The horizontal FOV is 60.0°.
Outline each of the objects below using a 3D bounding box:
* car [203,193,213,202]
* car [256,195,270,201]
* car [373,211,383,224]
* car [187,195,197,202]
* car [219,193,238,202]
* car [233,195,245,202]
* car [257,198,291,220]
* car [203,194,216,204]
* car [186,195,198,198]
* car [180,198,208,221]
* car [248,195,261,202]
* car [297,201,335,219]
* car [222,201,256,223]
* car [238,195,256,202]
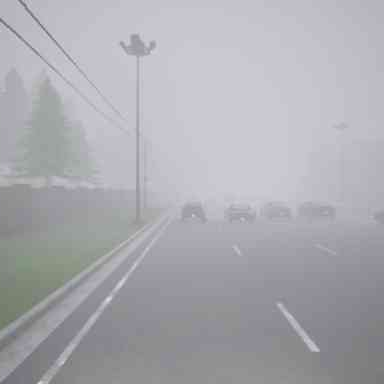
[{"bbox_3d":[3.509,1.215,74.665,2.097,1.767,4.553,0,0,0],"label":"car"},{"bbox_3d":[14.008,1.527,64.273,1.837,1.490,4.892,0,0,0],"label":"car"},{"bbox_3d":[14.103,1.555,21.712,2.033,1.411,5.357,0,0,0],"label":"car"},{"bbox_3d":[0.009,1.413,74.695,1.994,1.385,4.181,0,0,0],"label":"car"},{"bbox_3d":[7.008,1.246,64.304,2.150,2.045,5.566,0,0,0],"label":"car"},{"bbox_3d":[10.509,1.385,74.694,2.128,1.511,4.902,0,0,0],"label":"car"},{"bbox_3d":[7.090,1.536,28.329,1.812,1.442,4.674,0,0,0],"label":"car"},{"bbox_3d":[3.508,1.528,64.274,1.837,1.490,4.892,0,0,0],"label":"car"},{"bbox_3d":[0.008,1.376,64.628,2.097,1.767,4.553,0,0,0],"label":"car"},{"bbox_3d":[0.103,1.515,27.212,1.837,1.490,4.892,0,0,0],"label":"car"},{"bbox_3d":[14.009,1.400,74.693,2.033,1.411,5.357,0,0,0],"label":"car"},{"bbox_3d":[10.603,1.488,28.787,1.882,1.535,5.008,0,0,0],"label":"car"},{"bbox_3d":[3.604,1.610,25.790,1.895,1.301,4.718,0,0,0],"label":"car"},{"bbox_3d":[10.508,1.625,64.720,1.895,1.301,4.718,0,0,0],"label":"car"}]
